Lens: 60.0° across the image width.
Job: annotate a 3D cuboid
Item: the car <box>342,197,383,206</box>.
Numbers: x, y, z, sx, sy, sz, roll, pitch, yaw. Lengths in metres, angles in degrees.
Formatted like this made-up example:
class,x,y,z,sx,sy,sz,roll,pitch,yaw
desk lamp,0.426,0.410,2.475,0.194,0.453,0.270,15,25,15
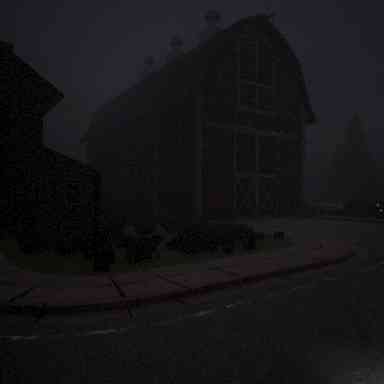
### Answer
class,x,y,z,sx,sy,sz,roll,pitch,yaw
car,18.226,1.363,35.080,2.097,1.767,4.553,0,0,-34
